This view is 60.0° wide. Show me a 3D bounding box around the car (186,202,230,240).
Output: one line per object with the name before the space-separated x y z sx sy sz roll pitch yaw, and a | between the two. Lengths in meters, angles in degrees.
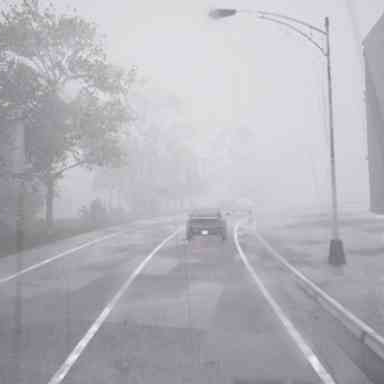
car | 0.834 1.490 16.841 1.837 1.490 4.892 -1 0 7

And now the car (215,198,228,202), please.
car | 3.608 1.526 38.337 1.837 1.490 4.892 -3 -1 27

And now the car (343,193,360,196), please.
car | 31.784 0.514 67.340 5.357 1.411 2.033 -3 -3 -29

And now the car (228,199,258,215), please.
car | 5.507 1.423 34.300 1.812 1.442 4.674 -3 -1 23
